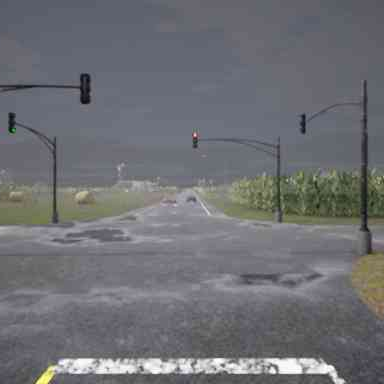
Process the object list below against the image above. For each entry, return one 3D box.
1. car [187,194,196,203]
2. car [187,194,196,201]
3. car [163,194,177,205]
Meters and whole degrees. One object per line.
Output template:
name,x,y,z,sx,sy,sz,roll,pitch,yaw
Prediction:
car,-0.069,1.281,65.348,1.837,1.490,4.892,0,-1,0
car,-0.128,1.177,77.090,2.128,1.511,4.902,0,0,0
car,-3.672,1.174,56.271,2.097,1.767,4.553,0,0,0
